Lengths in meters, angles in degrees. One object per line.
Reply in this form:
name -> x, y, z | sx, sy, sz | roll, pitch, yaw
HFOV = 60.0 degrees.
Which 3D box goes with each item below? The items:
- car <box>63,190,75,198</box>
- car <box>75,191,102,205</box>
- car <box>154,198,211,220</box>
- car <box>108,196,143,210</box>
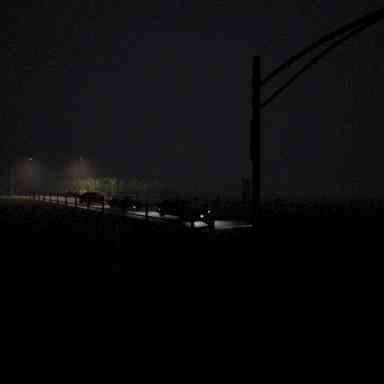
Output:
car -> -22.517, 0.355, 62.022 | 1.882, 1.535, 5.008 | 0, 1, -35
car -> -12.445, 0.744, 41.074 | 1.882, 1.535, 5.008 | 0, 1, -35
car -> -0.847, 1.180, 24.367 | 2.033, 1.411, 5.357 | 0, 1, -35
car -> -6.583, 1.051, 32.620 | 1.895, 1.301, 4.718 | 0, 1, -35
